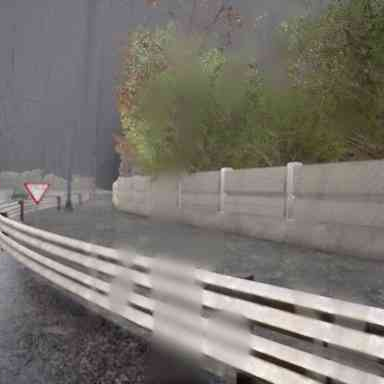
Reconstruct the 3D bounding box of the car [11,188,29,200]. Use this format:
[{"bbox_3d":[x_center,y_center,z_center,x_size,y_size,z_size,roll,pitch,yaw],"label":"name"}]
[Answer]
[{"bbox_3d":[-30.263,0.314,58.661,2.150,2.045,5.566,1,0,-19],"label":"car"}]
